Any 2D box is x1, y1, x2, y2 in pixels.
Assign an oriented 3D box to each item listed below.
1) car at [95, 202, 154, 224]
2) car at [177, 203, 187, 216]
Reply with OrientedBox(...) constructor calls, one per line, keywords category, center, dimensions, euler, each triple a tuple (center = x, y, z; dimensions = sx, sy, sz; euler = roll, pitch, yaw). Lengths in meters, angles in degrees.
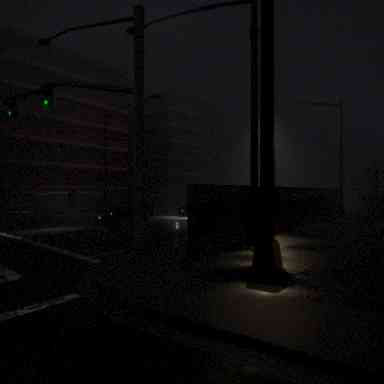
OrientedBox(category="car", center=(-4.927, 1.491, 24.787), dimensions=(2.128, 1.511, 4.902), euler=(0, 0, 35))
OrientedBox(category="car", center=(0.513, 1.505, 32.530), dimensions=(1.837, 1.490, 4.892), euler=(0, 0, 35))
